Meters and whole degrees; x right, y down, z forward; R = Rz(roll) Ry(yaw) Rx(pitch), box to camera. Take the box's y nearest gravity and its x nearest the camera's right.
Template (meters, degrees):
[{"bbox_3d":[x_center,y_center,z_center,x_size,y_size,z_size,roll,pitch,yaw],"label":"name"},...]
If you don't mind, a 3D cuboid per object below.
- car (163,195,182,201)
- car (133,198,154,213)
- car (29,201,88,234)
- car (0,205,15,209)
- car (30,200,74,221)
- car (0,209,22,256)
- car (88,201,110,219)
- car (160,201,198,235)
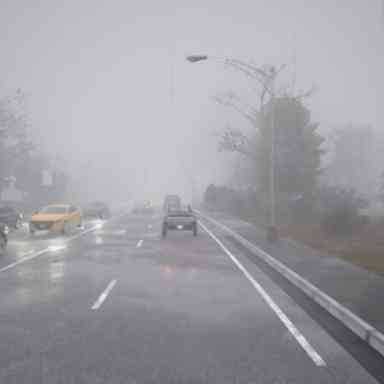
[{"bbox_3d":[-2.509,1.329,42.312,2.150,2.045,5.566,0,0,-4],"label":"car"},{"bbox_3d":[-5.615,1.685,37.875,1.895,1.301,4.718,0,0,-5],"label":"car"},{"bbox_3d":[-7.921,1.503,19.782,1.882,1.535,5.008,0,0,-3],"label":"car"},{"bbox_3d":[-11.369,1.534,18.801,1.837,1.490,4.892,0,0,-3],"label":"car"},{"bbox_3d":[-12.088,1.548,29.184,2.128,1.511,4.902,0,0,-4],"label":"car"},{"bbox_3d":[-7.480,1.509,10.295,2.128,1.511,4.902,0,0,-6],"label":"car"},{"bbox_3d":[-8.641,1.558,30.032,1.837,1.490,4.892,0,0,-4],"label":"car"},{"bbox_3d":[-0.744,1.504,18.819,2.128,1.511,4.902,0,0,-4],"label":"car"}]
